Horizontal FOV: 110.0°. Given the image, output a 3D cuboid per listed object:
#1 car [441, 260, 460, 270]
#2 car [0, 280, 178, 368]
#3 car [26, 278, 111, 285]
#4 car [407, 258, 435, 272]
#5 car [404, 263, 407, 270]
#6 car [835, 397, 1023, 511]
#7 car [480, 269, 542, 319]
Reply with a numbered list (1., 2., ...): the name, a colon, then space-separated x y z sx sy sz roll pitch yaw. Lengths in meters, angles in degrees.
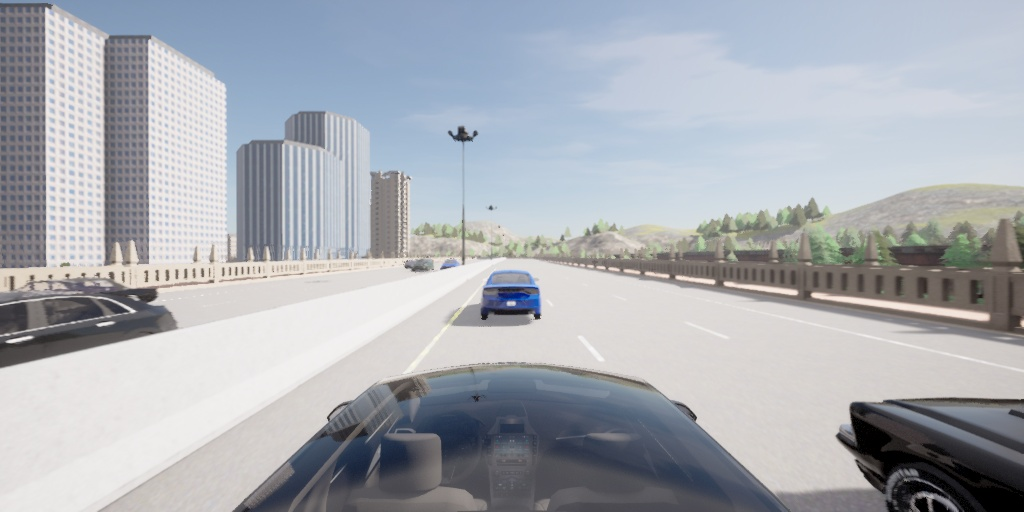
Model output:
1. car: -7.680 1.203 45.256 1.882 1.535 5.008 0 0 -1
2. car: -7.134 1.276 4.619 1.837 1.490 4.892 0 0 0
3. car: -14.212 1.388 11.203 1.895 1.301 4.718 0 0 -1
4. car: -11.172 1.088 45.041 2.097 1.767 4.553 0 0 -1
5. car: -14.777 1.287 54.295 2.033 1.411 5.357 0 0 0
6. car: 3.519 1.340 0.706 1.895 1.301 4.718 0 0 1
7. car: -0.047 1.215 12.788 1.882 1.535 5.008 0 0 -1
